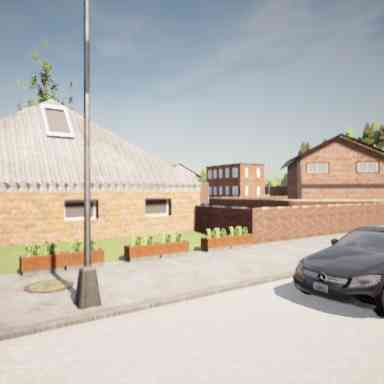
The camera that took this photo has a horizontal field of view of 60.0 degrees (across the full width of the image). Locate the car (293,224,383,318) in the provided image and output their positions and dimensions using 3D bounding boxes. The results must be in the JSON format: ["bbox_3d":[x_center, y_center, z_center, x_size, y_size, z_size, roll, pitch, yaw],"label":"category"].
[{"bbox_3d":[4.300,1.488,7.392,4.674,1.442,1.812,0,0,-33],"label":"car"}]
